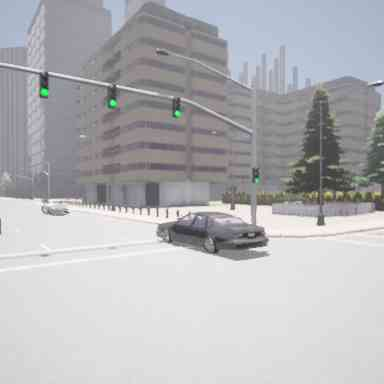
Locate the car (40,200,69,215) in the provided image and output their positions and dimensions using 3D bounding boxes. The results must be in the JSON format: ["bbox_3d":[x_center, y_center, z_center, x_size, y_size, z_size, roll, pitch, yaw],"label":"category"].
[{"bbox_3d":[-14.036,1.504,33.966,1.812,1.442,4.674,0,0,-35],"label":"car"}]

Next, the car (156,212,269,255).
[{"bbox_3d":[0.576,1.515,13.408,2.033,1.411,5.357,0,0,-35],"label":"car"}]

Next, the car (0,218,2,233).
[{"bbox_3d":[-11.948,1.597,18.752,1.895,1.301,4.718,0,0,-35],"label":"car"}]
